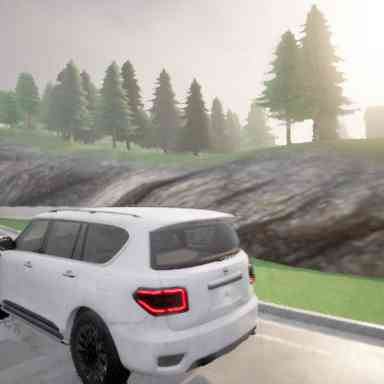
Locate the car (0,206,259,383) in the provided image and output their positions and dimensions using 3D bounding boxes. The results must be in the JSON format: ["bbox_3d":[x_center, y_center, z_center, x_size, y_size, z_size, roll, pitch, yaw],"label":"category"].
[{"bbox_3d":[-1.614,1.268,5.566,5.566,2.045,2.150,-1,0,41],"label":"car"}]
